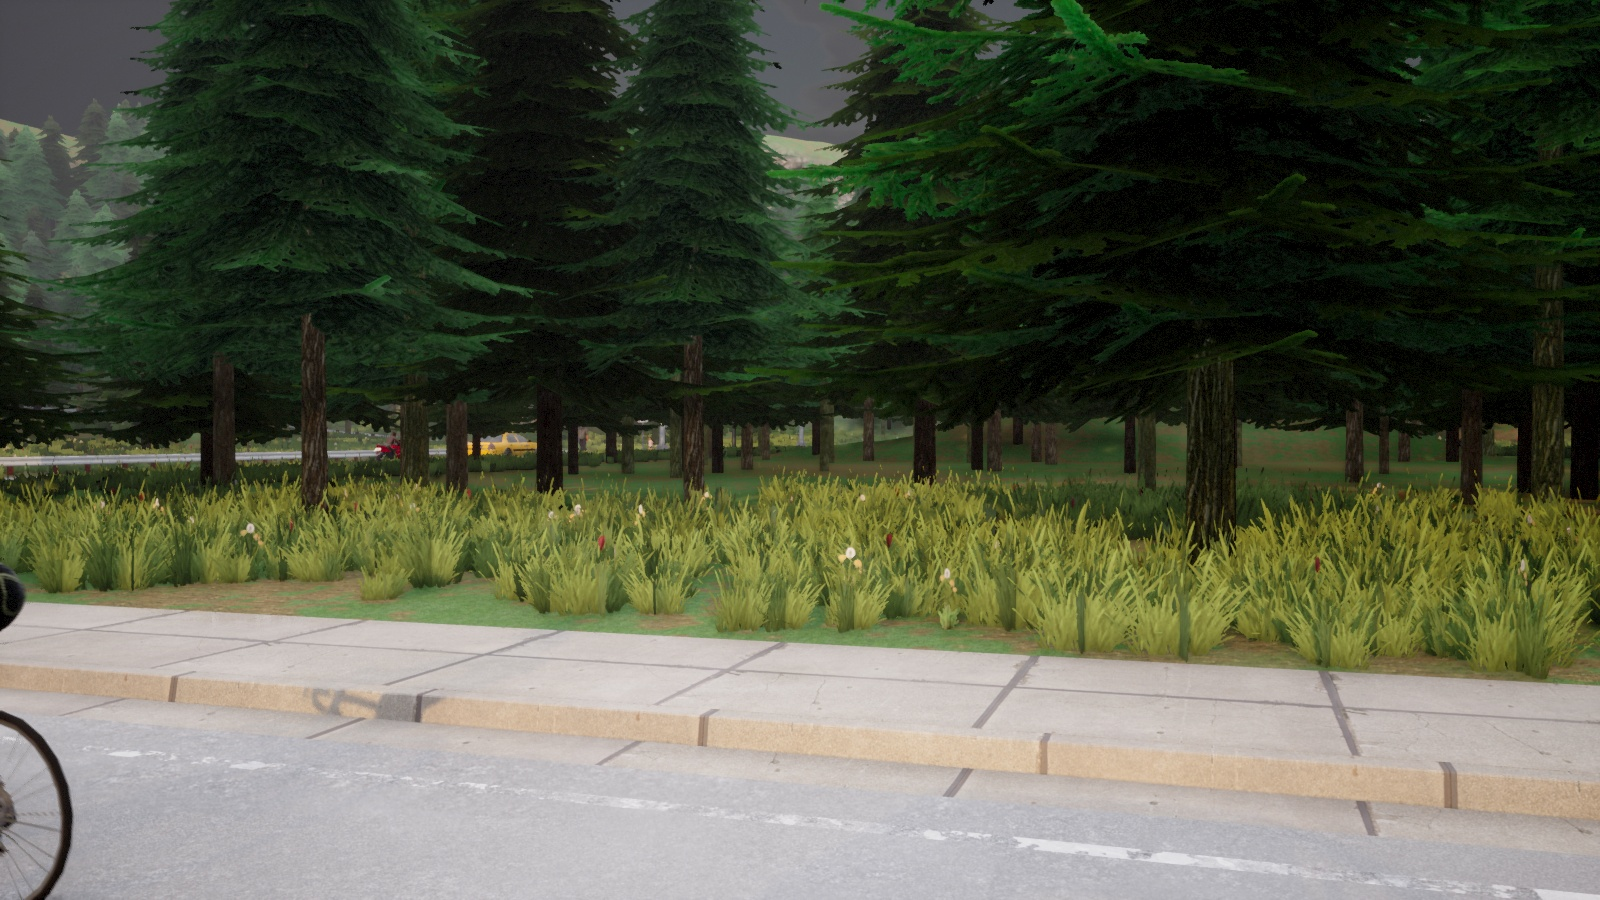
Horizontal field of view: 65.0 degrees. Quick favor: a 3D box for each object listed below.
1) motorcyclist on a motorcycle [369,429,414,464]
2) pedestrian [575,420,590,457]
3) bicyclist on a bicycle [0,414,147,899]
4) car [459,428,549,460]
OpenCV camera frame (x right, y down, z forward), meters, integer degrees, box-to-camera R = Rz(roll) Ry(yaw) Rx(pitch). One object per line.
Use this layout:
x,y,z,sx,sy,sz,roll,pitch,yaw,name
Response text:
-17.838,-0.164,54.924,0.797,1.523,2.044,1,1,19,motorcyclist on a motorcycle
-10.690,-0.568,61.842,0.540,1.848,0.694,0,1,8,pedestrian
-3.096,0.700,4.233,1.656,1.620,0.582,0,1,19,bicyclist on a bicycle
-14.844,-0.330,63.285,1.801,1.575,5.366,1,1,20,car
